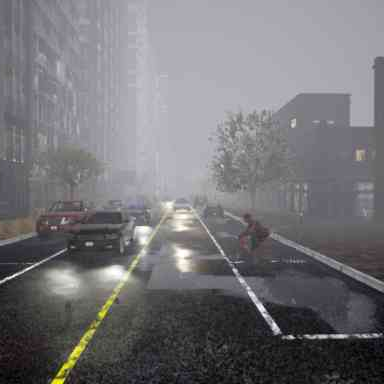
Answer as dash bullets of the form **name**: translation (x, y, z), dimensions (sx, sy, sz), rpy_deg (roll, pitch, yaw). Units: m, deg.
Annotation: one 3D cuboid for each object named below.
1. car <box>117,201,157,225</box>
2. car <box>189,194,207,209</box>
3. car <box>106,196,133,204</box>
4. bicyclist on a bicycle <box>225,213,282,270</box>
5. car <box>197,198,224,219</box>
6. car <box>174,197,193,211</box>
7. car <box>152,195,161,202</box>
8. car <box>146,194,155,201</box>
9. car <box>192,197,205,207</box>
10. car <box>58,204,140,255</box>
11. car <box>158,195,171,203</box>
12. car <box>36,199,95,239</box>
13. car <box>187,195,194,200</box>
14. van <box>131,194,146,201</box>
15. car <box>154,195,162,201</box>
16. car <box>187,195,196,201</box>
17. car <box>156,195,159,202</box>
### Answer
- **car**: translation (-3.858, 1.554, 23.856), dimensions (1.994, 1.385, 4.181), rpy_deg (0, 0, -2)
- **car**: translation (1.149, 1.295, 46.275), dimensions (2.192, 1.841, 5.009), rpy_deg (-1, 0, -2)
- **car**: translation (-6.645, 1.428, 28.677), dimensions (1.967, 1.590, 4.097), rpy_deg (-1, 0, -2)
- **bicyclist on a bicycle**: translation (1.775, 1.439, 9.639), dimensions (1.656, 1.620, 0.582), rpy_deg (-1, 0, -2)
- **car**: translation (1.756, 1.539, 28.947), dimensions (2.008, 1.369, 4.403), rpy_deg (-1, 0, -2)
- **car**: translation (-1.222, 1.583, 39.659), dimensions (1.895, 1.301, 4.718), rpy_deg (0, 0, -2)
- **car**: translation (-8.351, 1.488, 79.019), dimensions (1.752, 1.417, 4.829), rpy_deg (-1, 0, -2)
- **car**: translation (-7.415, 1.292, 51.530), dimensions (2.192, 1.841, 5.009), rpy_deg (-1, 0, -2)
- **car**: translation (0.958, 1.502, 51.977), dimensions (1.752, 1.417, 4.829), rpy_deg (-1, 0, -2)
- **car**: translation (-3.510, 1.472, 13.567), dimensions (1.882, 1.535, 5.008), rpy_deg (0, 0, -2)
- **car**: translation (-5.271, 1.469, 67.848), dimensions (1.837, 1.490, 4.892), rpy_deg (0, 0, -2)
- **car**: translation (-6.359, 1.308, 17.611), dimensions (2.192, 1.841, 5.009), rpy_deg (-1, 0, -2)
- **car**: translation (-0.358, 1.540, 90.525), dimensions (1.802, 1.307, 4.206), rpy_deg (-1, 0, -2)
- **van**: translation (-7.037, 1.323, 40.467), dimensions (1.690, 1.788, 3.998), rpy_deg (-1, 0, -2)
- **car**: translation (-8.540, 1.486, 84.550), dimensions (1.752, 1.417, 4.829), rpy_deg (-1, 0, -2)
- **car**: translation (-0.169, 1.526, 84.994), dimensions (1.947, 1.339, 4.313), rpy_deg (-1, 0, -2)
- **car**: translation (-7.978, 1.513, 68.126), dimensions (1.887, 1.381, 4.507), rpy_deg (-1, 0, -2)
